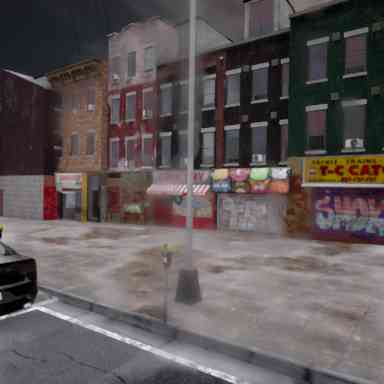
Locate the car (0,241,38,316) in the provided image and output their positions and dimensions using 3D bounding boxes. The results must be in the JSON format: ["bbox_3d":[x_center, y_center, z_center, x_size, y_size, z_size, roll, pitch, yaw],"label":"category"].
[{"bbox_3d":[-5.052,1.476,6.548,5.008,1.535,1.882,0,0,35],"label":"car"}]
